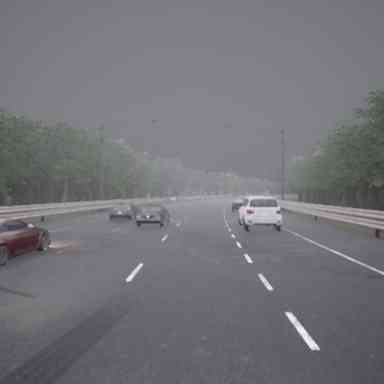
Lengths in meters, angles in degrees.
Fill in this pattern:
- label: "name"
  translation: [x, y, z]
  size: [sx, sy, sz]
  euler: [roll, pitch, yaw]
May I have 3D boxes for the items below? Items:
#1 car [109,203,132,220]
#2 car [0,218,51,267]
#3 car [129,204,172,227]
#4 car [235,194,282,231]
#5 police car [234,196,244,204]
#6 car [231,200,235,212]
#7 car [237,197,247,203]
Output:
- label: "car"
  translation: [-5.756, 1.669, 29.146]
  size: [1.994, 1.385, 4.181]
  euler: [0, 0, 4]
- label: "car"
  translation: [-6.671, 1.600, 11.601]
  size: [1.994, 1.385, 4.181]
  euler: [0, 0, 2]
- label: "car"
  translation: [-2.640, 1.634, 23.605]
  size: [2.033, 1.411, 5.357]
  euler: [0, 0, 3]
- label: "car"
  translation: [4.243, 1.305, 21.367]
  size: [2.150, 2.045, 5.566]
  euler: [0, 0, 3]
- label: "police car"
  translation: [10.511, 1.793, 73.755]
  size: [2.038, 1.542, 4.974]
  euler: [0, 0, 11]
- label: "car"
  translation: [5.922, 1.640, 41.790]
  size: [1.882, 1.535, 5.008]
  euler: [0, 0, 6]
- label: "car"
  translation: [12.636, 1.877, 84.216]
  size: [2.033, 1.411, 5.357]
  euler: [0, 0, 12]
